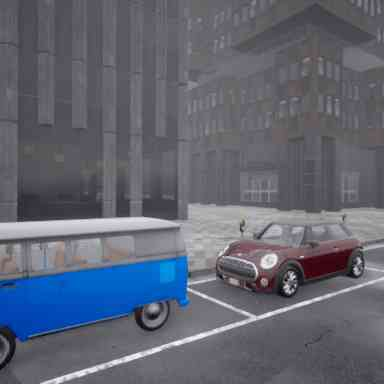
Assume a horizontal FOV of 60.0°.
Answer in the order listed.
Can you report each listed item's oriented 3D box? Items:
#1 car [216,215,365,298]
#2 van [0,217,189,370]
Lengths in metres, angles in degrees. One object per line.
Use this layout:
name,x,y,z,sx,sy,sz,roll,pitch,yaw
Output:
car,2.539,1.440,8.450,4.097,1.590,1.967,0,0,-35
van,-1.962,1.341,5.247,3.998,1.788,1.690,0,0,-35
